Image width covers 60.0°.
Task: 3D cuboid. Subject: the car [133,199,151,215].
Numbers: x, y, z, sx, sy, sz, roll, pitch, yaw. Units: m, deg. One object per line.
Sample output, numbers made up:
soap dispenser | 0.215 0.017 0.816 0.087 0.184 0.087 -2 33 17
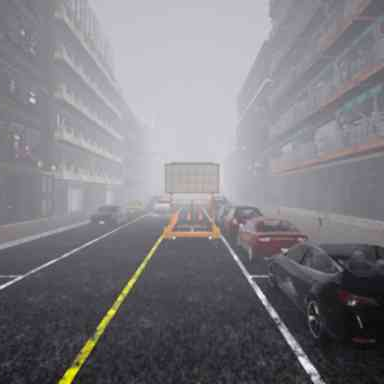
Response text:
car | -5.686 1.527 34.254 1.752 1.417 4.829 0 0 0

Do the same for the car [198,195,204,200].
car | 2.700 1.510 85.317 1.752 1.417 4.829 0 0 0

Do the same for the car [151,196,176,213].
car | -3.092 1.527 36.434 1.812 1.442 4.674 0 0 0

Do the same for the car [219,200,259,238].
car | 2.693 1.442 17.511 1.967 1.590 4.097 0 0 0

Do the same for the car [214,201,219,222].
car | 2.694 1.553 23.146 2.008 1.369 4.403 0 0 0

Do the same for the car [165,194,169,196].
car | -5.683 1.311 56.970 2.192 1.841 5.009 0 0 0

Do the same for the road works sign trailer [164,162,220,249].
road works sign trailer | 0.001 0.467 14.643 2.380 3.560 2.880 0 0 0

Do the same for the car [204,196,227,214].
car | 2.696 1.316 34.419 2.192 1.841 5.009 0 0 0

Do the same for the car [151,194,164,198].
car | -5.684 1.438 51.334 1.967 1.590 4.097 0 0 0

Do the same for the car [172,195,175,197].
car | -2.993 1.443 77.833 2.033 1.411 5.357 0 0 0

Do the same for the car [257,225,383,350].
car | 2.691 1.567 6.237 1.947 1.339 4.313 0 0 0

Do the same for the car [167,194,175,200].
car | -5.680 1.424 90.788 1.967 1.590 4.097 0 0 0

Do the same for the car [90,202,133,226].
car | -5.688 1.569 23.150 1.947 1.339 4.313 0 0 0

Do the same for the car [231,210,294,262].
car | 2.692 1.546 11.874 1.887 1.381 4.507 0 0 0
